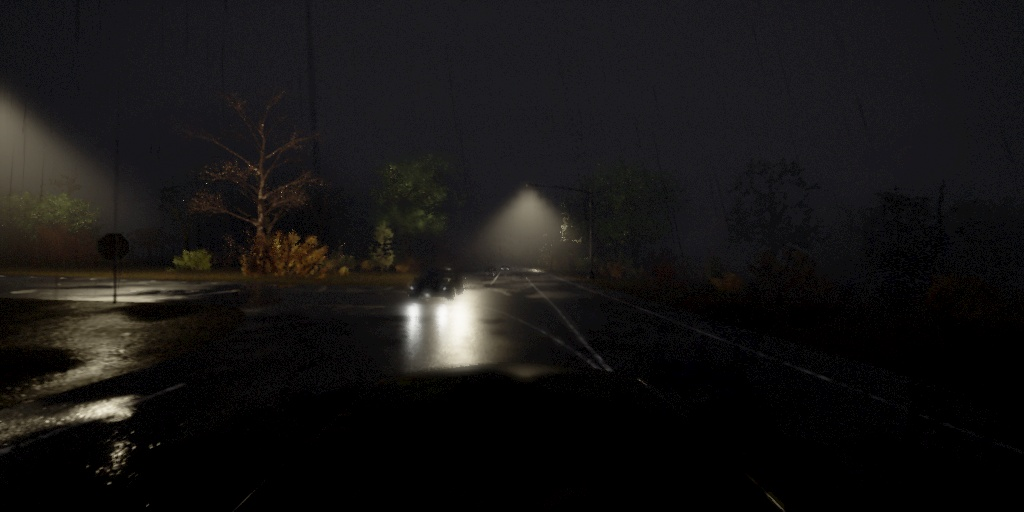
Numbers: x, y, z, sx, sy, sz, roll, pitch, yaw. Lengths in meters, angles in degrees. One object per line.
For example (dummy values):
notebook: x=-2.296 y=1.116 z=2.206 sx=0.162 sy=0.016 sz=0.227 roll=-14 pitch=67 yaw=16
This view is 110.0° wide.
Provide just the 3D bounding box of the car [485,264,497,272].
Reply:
car: x=-3.795 y=2.164 z=64.225 sx=1.994 sy=1.385 sz=4.181 roll=0 pitch=-1 yaw=0

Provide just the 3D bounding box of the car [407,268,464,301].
car: x=-3.503 y=1.281 z=17.502 sx=2.033 sy=1.411 sz=5.357 roll=1 pitch=-1 yaw=0
